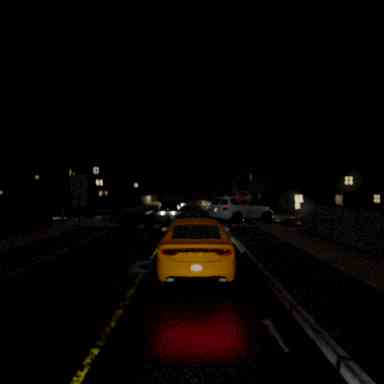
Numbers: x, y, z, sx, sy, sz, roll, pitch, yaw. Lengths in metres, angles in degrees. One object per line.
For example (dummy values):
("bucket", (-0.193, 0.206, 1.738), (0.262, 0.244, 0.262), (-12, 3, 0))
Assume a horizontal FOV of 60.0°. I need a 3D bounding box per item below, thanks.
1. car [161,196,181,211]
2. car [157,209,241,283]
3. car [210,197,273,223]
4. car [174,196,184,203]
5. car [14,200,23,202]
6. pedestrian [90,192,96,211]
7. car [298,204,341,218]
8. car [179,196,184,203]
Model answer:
("car", (-2.844, 1.615, 41.952), (2.033, 1.411, 5.357), (0, 0, 0))
("car", (0.107, 1.492, 9.695), (1.882, 1.535, 5.008), (0, 0, 0))
("car", (3.912, 1.396, 26.121), (5.566, 2.045, 2.150), (1, -1, -37))
("car", (-2.732, 1.625, 71.411), (2.128, 1.511, 4.902), (0, 0, 0))
("car", (-14.050, 1.378, 26.782), (4.181, 1.385, 1.994), (1, 1, 0))
("pedestrian", (-9.674, 0.920, 32.561), (0.375, 1.860, 0.375), (0, 0, 1))
("car", (11.977, 1.772, 29.323), (5.008, 1.535, 1.882), (1, 1, 1))
("car", (-2.812, 1.634, 55.681), (2.033, 1.411, 5.357), (0, 0, 0))
